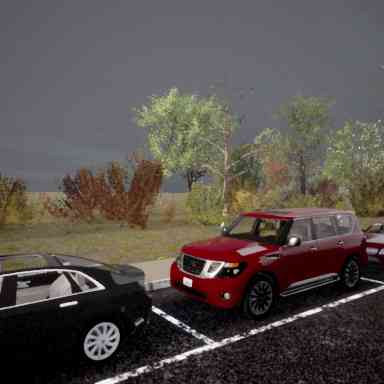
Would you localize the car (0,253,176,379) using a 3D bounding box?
[{"bbox_3d":[-2.635,1.551,4.209,4.403,1.369,2.008,0,1,-35],"label":"car"}]

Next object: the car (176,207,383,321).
[{"bbox_3d":[1.971,1.316,7.487,5.009,1.841,2.192,0,1,-35],"label":"car"}]
